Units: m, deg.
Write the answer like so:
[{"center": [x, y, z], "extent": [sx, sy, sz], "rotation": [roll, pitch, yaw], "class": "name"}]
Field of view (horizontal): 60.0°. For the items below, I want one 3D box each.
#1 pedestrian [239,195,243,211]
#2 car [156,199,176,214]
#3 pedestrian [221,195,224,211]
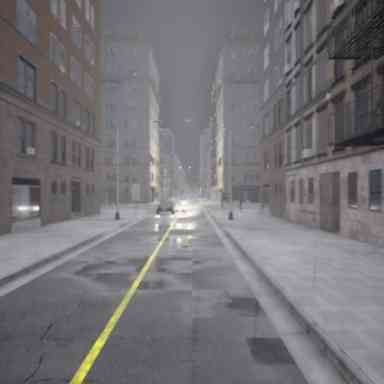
[{"center": [5.508, 1.225, 37.627], "extent": [0.375, 1.860, 0.375], "rotation": [0, 0, 0], "class": "pedestrian"}, {"center": [-2.763, 1.586, 35.923], "extent": [1.837, 1.490, 4.892], "rotation": [0, -1, 0], "class": "car"}, {"center": [3.508, 1.226, 38.227], "extent": [0.375, 1.860, 0.375], "rotation": [0, 0, 0], "class": "pedestrian"}]
